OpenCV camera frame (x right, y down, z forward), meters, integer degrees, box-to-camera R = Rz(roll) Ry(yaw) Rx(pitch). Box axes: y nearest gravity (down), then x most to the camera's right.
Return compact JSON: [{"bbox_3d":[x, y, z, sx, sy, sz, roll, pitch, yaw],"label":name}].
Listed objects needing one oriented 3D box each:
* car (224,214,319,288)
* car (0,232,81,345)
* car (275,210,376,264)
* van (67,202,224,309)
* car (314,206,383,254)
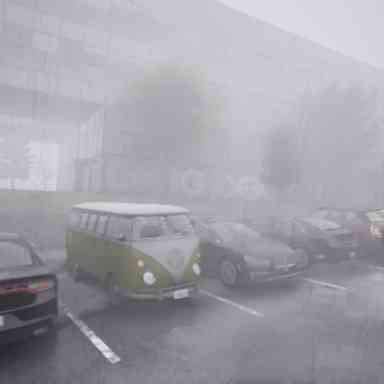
[{"bbox_3d":[0.719,1.467,9.487,2.231,1.521,4.892,0,0,-35],"label":"car"},{"bbox_3d":[-3.924,1.480,6.161,2.097,1.535,5.008,0,0,-36],"label":"car"},{"bbox_3d":[3.001,1.460,11.100,2.231,1.521,4.892,0,0,-36],"label":"car"},{"bbox_3d":[-1.484,1.247,7.765,1.878,1.987,4.442,0,0,-35],"label":"van"},{"bbox_3d":[5.289,1.326,12.700,2.185,1.767,4.553,0,0,-35],"label":"car"}]
